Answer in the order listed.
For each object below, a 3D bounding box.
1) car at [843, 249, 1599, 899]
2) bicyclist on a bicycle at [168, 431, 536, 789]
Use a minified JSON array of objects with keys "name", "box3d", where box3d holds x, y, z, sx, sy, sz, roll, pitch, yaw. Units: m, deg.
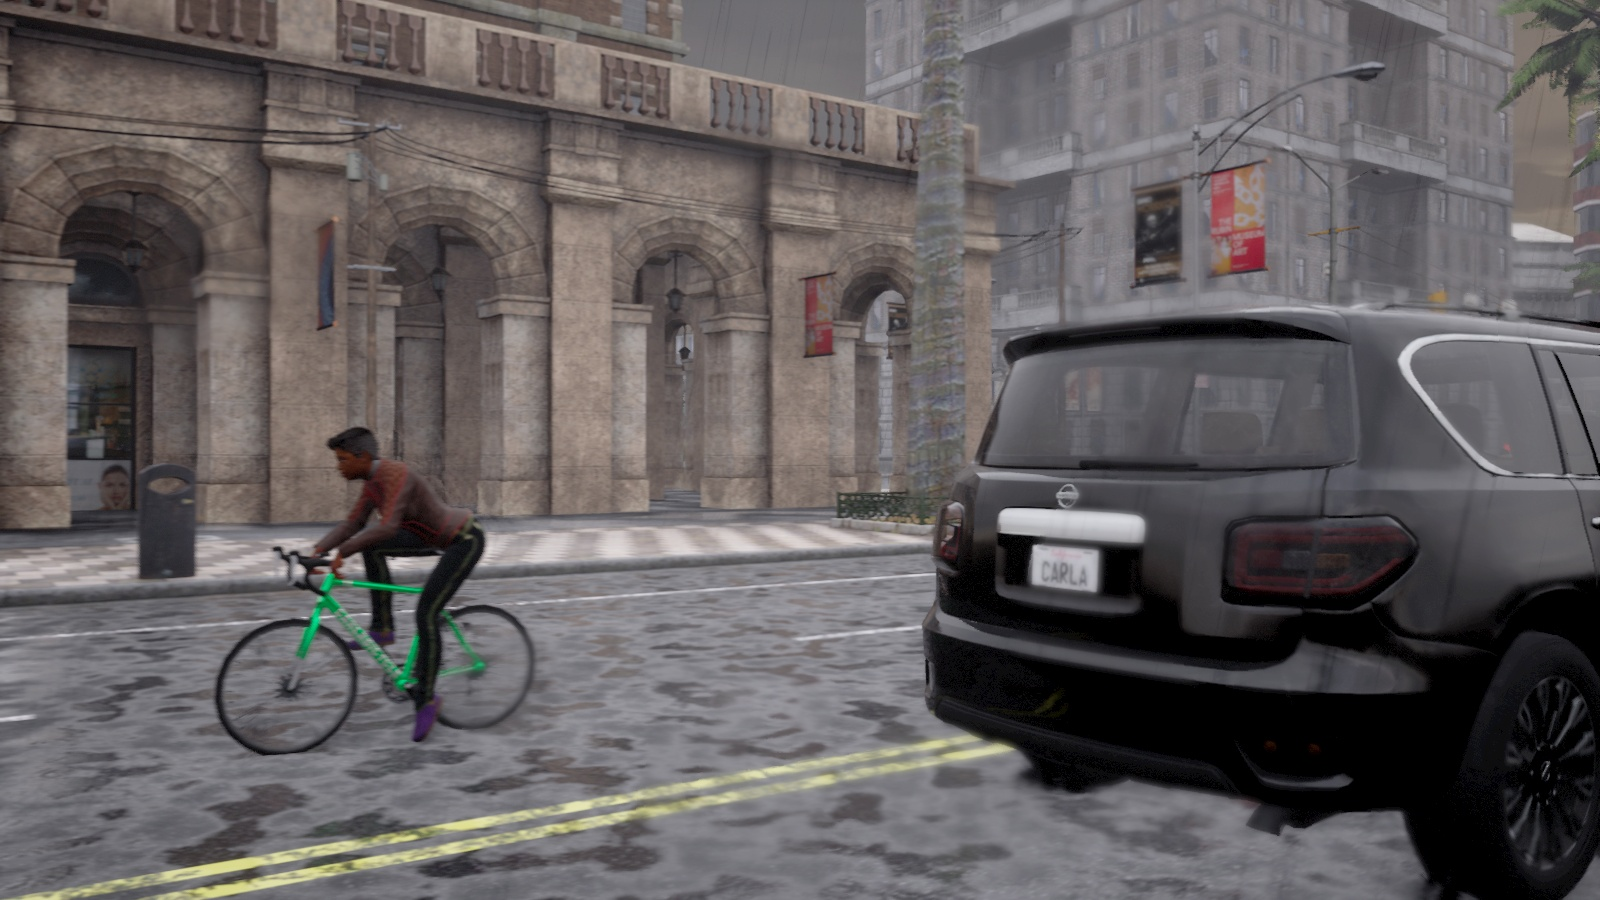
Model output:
[{"name":"car","box3d":[3.081,0.474,5.810,5.566,2.045,2.150,0,0,-35]},{"name":"bicyclist on a bicycle","box3d":[-2.245,0.718,6.392,1.656,1.620,0.582,0,0,-35]}]
